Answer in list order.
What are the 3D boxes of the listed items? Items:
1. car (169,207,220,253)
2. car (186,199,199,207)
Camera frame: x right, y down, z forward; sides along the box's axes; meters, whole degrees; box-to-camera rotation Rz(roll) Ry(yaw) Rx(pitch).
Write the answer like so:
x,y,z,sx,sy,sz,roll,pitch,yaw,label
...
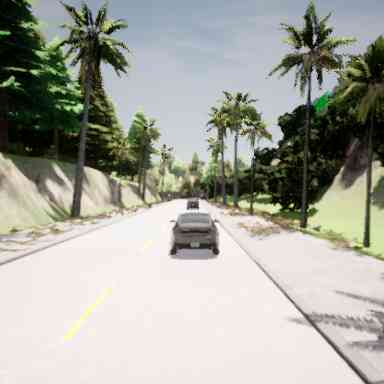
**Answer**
x,y,z,sx,sy,sz,roll,pitch,yaw,label
0.108,1.600,14.057,1.837,1.490,4.892,0,0,0,car
0.137,1.824,52.534,1.882,1.535,5.008,0,0,0,car
